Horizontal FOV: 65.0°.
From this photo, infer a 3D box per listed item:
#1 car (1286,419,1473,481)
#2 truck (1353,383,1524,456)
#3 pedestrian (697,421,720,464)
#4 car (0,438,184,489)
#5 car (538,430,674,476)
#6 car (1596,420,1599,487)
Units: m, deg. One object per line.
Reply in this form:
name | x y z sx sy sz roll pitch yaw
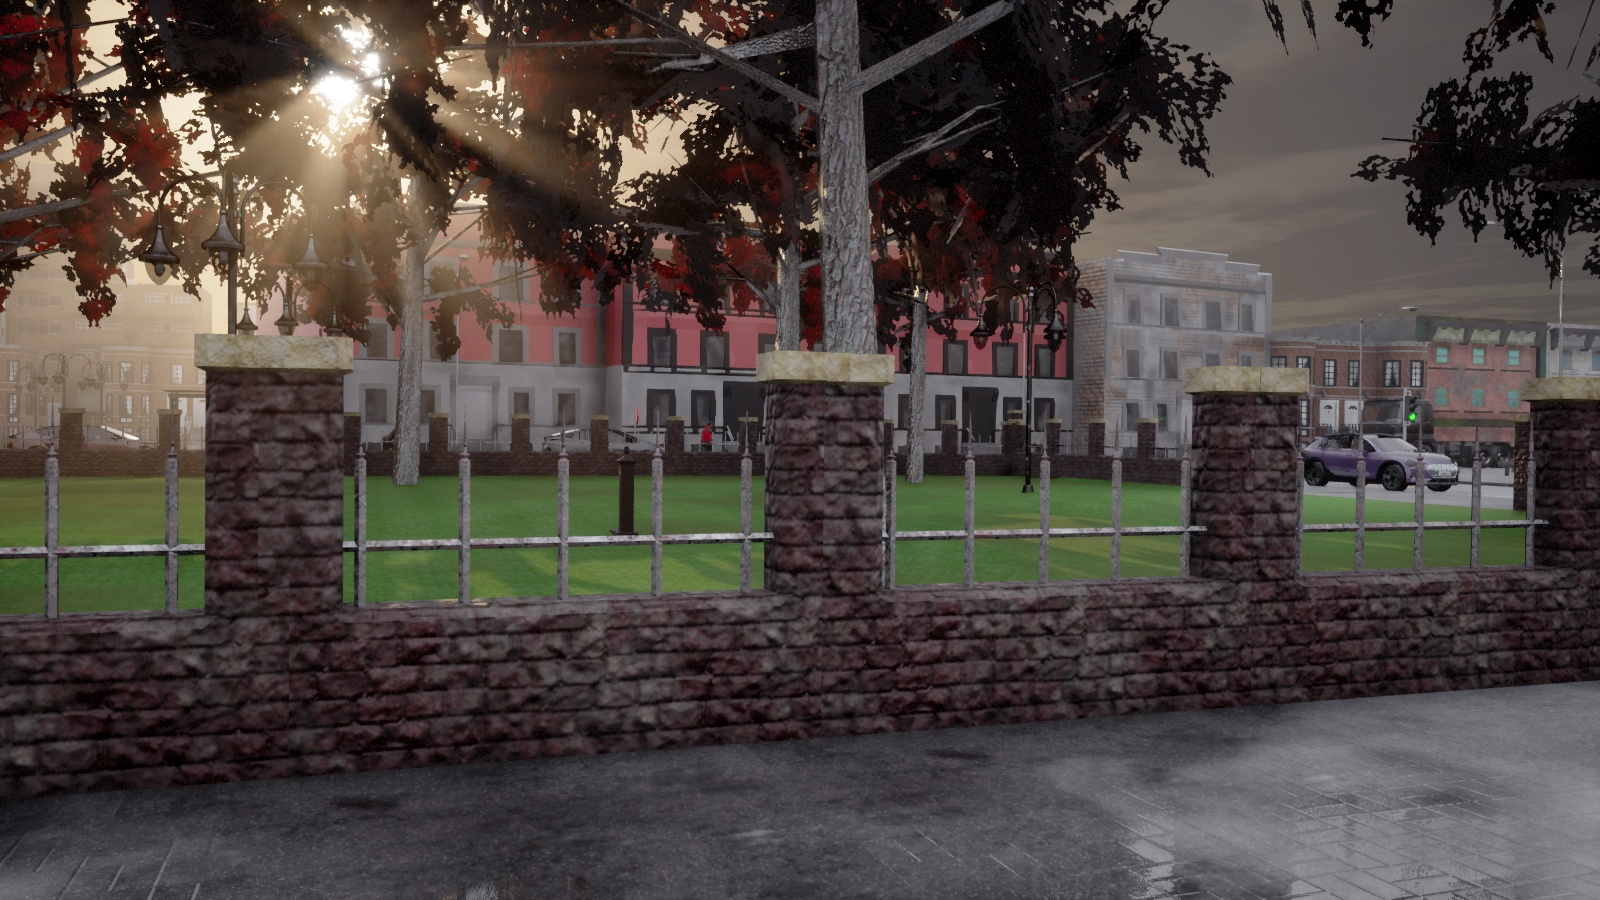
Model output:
car | 16.602 -0.041 36.265 2.033 1.649 4.856 -1 1 -21
truck | 31.763 -1.543 62.450 7.936 3.462 2.891 -1 1 -19
pedestrian | -3.945 -0.335 54.003 0.899 1.844 0.634 -1 1 -10
car | -22.266 0.393 39.680 4.792 1.488 2.163 -1 1 -19
car | -6.960 0.089 44.948 4.514 1.525 2.007 -1 1 -18
car | 19.865 0.094 26.833 2.007 1.525 4.514 -1 1 -21
